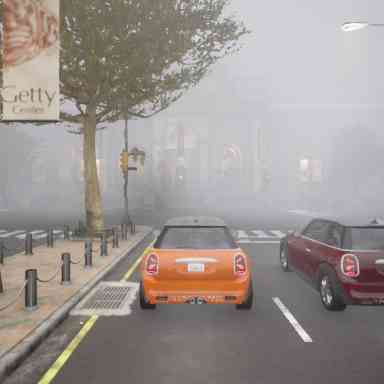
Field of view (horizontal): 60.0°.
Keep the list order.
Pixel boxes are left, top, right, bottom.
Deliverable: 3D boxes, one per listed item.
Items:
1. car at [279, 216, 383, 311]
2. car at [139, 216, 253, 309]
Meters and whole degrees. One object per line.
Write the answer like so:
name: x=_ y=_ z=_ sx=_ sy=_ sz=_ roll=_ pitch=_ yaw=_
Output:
car: x=3.584 y=1.352 z=7.907 sx=2.097 sy=1.767 sz=4.553 roll=0 pitch=0 yaw=0
car: x=0.084 y=1.352 z=8.003 sx=2.097 sy=1.767 sz=4.553 roll=0 pitch=0 yaw=0
